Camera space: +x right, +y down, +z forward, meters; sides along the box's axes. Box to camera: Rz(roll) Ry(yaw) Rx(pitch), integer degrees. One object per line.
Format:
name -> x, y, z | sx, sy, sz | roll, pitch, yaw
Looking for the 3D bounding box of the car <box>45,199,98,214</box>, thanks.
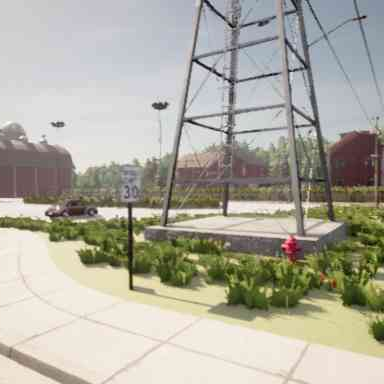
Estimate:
car -> -9.374, 1.280, 26.073 | 1.784, 1.438, 3.905 | 0, 1, 32
